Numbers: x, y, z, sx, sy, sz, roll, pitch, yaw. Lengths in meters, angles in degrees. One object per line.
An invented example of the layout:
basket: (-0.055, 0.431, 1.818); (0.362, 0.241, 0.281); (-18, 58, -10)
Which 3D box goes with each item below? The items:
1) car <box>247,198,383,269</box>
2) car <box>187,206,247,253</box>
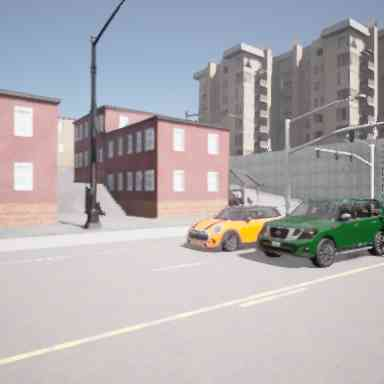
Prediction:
car: (4.806, 1.248, 11.676); (5.566, 2.045, 2.150); (1, 0, -35)
car: (2.016, 1.373, 13.990); (4.553, 1.767, 2.097); (0, 0, -35)
